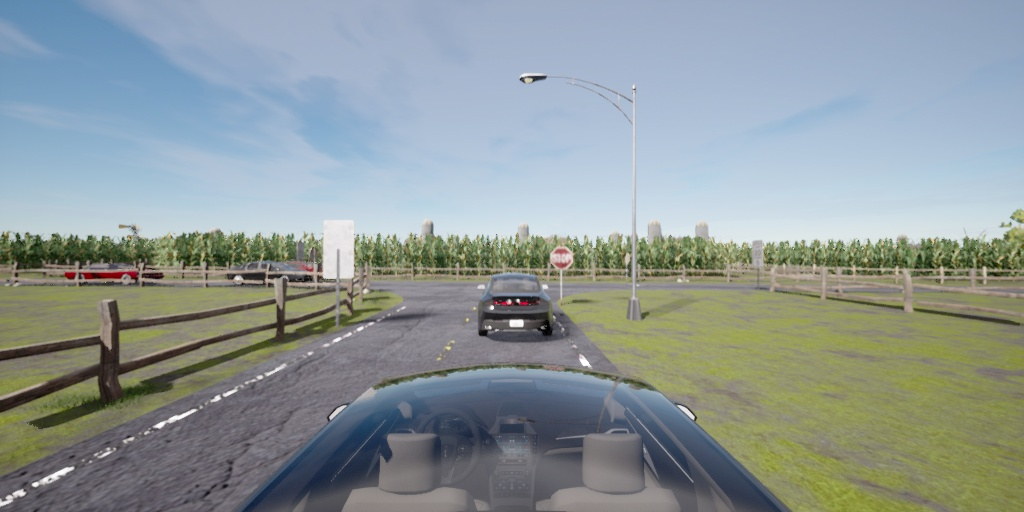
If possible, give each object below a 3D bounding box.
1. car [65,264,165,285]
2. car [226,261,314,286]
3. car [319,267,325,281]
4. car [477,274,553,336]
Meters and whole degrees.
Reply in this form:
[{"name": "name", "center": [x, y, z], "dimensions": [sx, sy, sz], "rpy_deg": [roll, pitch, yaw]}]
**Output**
[{"name": "car", "center": [-25.500, 1.148, 23.172], "dimensions": [4.718, 1.301, 1.895], "rpy_deg": [0, -1, 0]}, {"name": "car", "center": [-15.572, 1.119, 23.145], "dimensions": [4.892, 1.490, 1.837], "rpy_deg": [0, -1, 0]}, {"name": "car", "center": [-16.133, 1.135, 26.100], "dimensions": [5.008, 1.535, 1.882], "rpy_deg": [0, -1, 1]}, {"name": "car", "center": [0.041, 1.251, 10.384], "dimensions": [1.837, 1.490, 4.892], "rpy_deg": [0, 0, -1]}]
